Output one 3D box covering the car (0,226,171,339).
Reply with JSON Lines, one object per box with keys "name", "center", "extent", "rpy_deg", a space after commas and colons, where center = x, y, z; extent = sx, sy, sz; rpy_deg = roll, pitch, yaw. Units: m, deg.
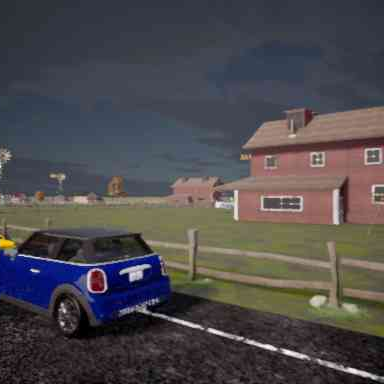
{"name": "car", "center": [-2.685, 1.523, 7.164], "extent": [4.553, 1.767, 2.097], "rpy_deg": [-1, -2, 37]}
